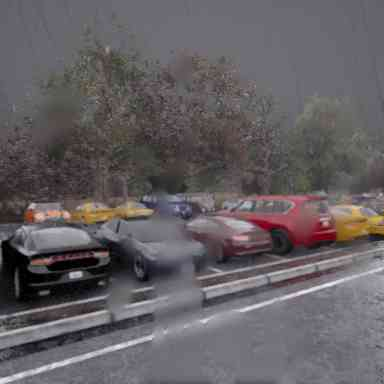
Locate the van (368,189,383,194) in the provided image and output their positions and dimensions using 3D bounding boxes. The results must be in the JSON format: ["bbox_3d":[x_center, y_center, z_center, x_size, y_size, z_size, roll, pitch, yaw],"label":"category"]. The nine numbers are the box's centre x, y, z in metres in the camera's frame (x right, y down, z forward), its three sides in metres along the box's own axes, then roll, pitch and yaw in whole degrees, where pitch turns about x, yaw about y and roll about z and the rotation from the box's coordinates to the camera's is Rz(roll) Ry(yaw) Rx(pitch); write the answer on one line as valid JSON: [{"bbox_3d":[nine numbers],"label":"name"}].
[{"bbox_3d":[14.394,0.996,21.654,1.878,1.987,4.442,-1,1,-35],"label":"van"}]

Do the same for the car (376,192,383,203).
[{"bbox_3d":[29.725,0.782,48.242,2.231,1.521,4.892,-1,1,-35],"label":"car"}]

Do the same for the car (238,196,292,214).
[{"bbox_3d":[6.925,1.218,32.256,2.097,1.535,5.008,-1,1,-35],"label":"car"}]

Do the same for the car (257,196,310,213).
[{"bbox_3d":[9.205,1.178,33.856,2.231,1.521,4.892,-1,1,-35],"label":"car"}]

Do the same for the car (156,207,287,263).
[{"bbox_3d":[0.793,1.507,11.972,2.002,1.452,4.674,-1,1,-35],"label":"car"}]

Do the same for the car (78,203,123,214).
[{"bbox_3d":[-6.850,1.466,22.585,2.097,1.535,5.008,-1,1,-35],"label":"car"}]

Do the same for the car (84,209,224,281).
[{"bbox_3d":[-1.473,1.533,10.351,2.163,1.488,4.792,-1,1,-35],"label":"car"}]

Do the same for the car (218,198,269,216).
[{"bbox_3d":[4.647,1.300,30.655,2.002,1.452,4.674,-1,1,-35],"label":"car"}]

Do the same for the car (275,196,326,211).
[{"bbox_3d":[11.471,1.164,35.471,2.163,1.488,4.792,-1,1,-35],"label":"car"}]

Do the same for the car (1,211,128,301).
[{"bbox_3d":[-3.769,1.531,8.771,2.097,1.535,5.008,-1,0,-35],"label":"car"}]

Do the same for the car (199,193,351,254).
[{"bbox_3d":[3.050,1.175,13.593,2.435,2.045,5.566,-1,1,-35],"label":"car"}]

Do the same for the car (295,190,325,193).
[{"bbox_3d":[13.783,0.841,37.022,2.435,2.045,5.566,-1,1,-35],"label":"car"}]

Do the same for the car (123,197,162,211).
[{"bbox_3d":[-4.578,1.420,24.410,1.946,1.575,5.366,-1,1,-35],"label":"car"}]

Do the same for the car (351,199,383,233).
[{"bbox_3d":[7.520,1.342,16.919,1.946,1.575,5.366,-1,1,-35],"label":"car"}]

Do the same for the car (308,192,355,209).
[{"bbox_3d":[16.065,0.923,38.619,2.185,1.767,4.553,-1,1,-35],"label":"car"}]

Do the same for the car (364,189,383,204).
[{"bbox_3d":[27.463,0.575,46.614,2.435,2.045,5.566,-1,1,-35],"label":"car"}]

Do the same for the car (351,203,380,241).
[{"bbox_3d":[5.351,1.386,15.165,2.097,1.535,5.008,-1,1,-35],"label":"car"}]

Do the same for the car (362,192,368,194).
[{"bbox_3d":[18.328,1.045,40.247,2.002,1.452,4.674,-1,1,-35],"label":"car"}]

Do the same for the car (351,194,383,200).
[{"bbox_3d":[9.820,1.180,18.266,2.185,1.767,4.553,-1,1,-35],"label":"car"}]

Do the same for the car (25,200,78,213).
[{"bbox_3d":[-9.153,1.376,21.015,2.185,1.767,4.553,-1,0,-35],"label":"car"}]

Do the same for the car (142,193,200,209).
[{"bbox_3d":[-2.179,1.131,25.832,2.435,2.045,5.566,-1,1,-35],"label":"car"}]

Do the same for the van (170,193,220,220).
[{"bbox_3d":[0.153,1.116,27.359,1.878,1.987,4.442,-1,1,-35],"label":"van"}]

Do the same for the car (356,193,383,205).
[{"bbox_3d":[25.166,0.872,45.044,2.097,1.535,5.008,-1,1,-35],"label":"car"}]
